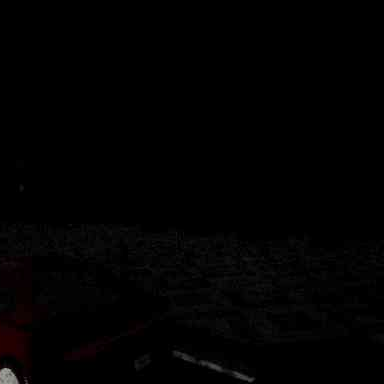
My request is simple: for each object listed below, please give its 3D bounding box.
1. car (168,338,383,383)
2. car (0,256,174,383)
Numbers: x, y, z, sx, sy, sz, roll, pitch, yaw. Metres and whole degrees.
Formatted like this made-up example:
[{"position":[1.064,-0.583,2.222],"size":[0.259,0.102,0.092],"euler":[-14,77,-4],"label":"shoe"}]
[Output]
[{"position":[2.266,1.527,1.351],"size":[4.507,1.381,1.887],"euler":[-1,0,36],"label":"car"},{"position":[-2.311,1.590,4.640],"size":[4.507,1.381,1.887],"euler":[-1,0,36],"label":"car"}]
